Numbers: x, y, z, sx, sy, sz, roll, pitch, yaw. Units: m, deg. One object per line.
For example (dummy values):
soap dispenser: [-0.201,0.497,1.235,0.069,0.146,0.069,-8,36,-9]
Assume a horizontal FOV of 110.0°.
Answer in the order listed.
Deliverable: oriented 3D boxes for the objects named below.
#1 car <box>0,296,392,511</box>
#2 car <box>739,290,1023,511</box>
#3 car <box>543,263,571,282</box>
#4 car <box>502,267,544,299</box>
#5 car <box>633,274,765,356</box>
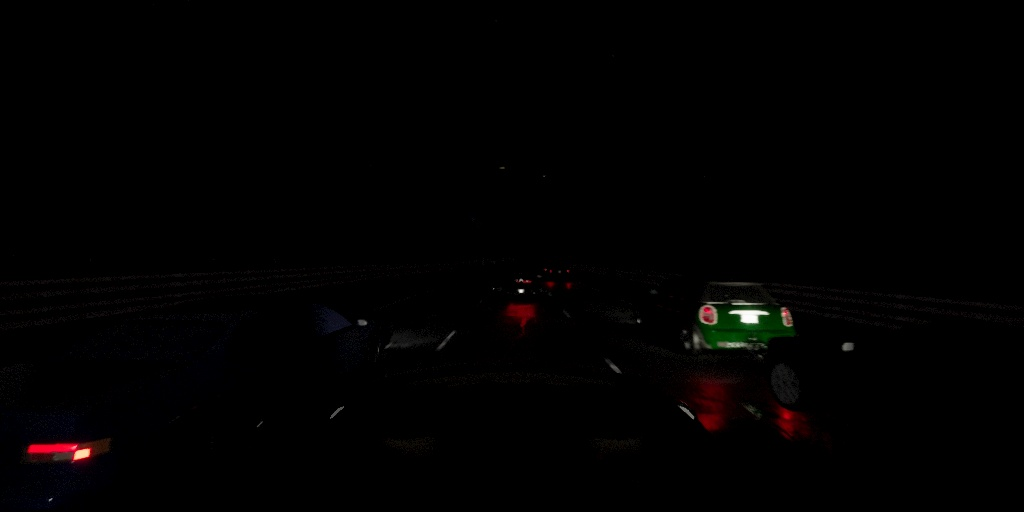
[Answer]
car: [-3.326,1.235,4.658,2.033,1.411,5.357,1,0,1]
car: [4.682,1.360,3.352,1.882,1.535,5.008,1,0,1]
car: [4.460,1.480,34.899,2.097,1.767,4.553,1,0,3]
car: [0.503,1.405,19.283,1.837,1.490,4.892,1,0,2]
car: [4.767,1.283,9.276,2.097,1.767,4.553,1,0,1]
